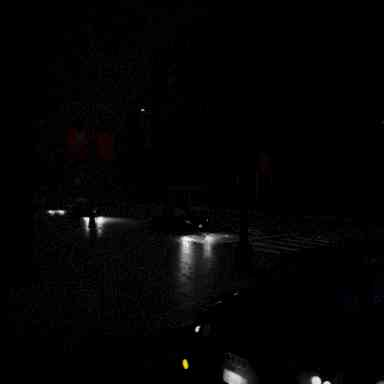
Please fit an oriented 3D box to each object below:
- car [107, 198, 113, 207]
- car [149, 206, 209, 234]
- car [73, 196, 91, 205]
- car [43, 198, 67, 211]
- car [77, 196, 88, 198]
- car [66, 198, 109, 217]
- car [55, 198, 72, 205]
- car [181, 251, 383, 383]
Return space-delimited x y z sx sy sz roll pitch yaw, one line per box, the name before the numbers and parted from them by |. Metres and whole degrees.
car | -14.931 1.779 56.439 1.994 1.385 4.181 0 0 -36
car | -0.906 1.578 19.874 1.812 1.442 4.674 0 0 -36
car | -21.996 1.612 66.267 2.097 1.767 4.553 0 0 -36
car | -18.644 1.716 44.650 2.033 1.411 5.357 0 0 -35
car | -18.941 1.743 56.446 1.812 1.442 4.674 0 0 -36
car | -10.536 1.608 33.274 2.128 1.511 4.902 0 0 -36
car | -25.216 1.856 65.177 1.895 1.301 4.718 0 0 -36
car | 1.864 1.563 4.442 4.181 1.385 1.994 0 0 -43
